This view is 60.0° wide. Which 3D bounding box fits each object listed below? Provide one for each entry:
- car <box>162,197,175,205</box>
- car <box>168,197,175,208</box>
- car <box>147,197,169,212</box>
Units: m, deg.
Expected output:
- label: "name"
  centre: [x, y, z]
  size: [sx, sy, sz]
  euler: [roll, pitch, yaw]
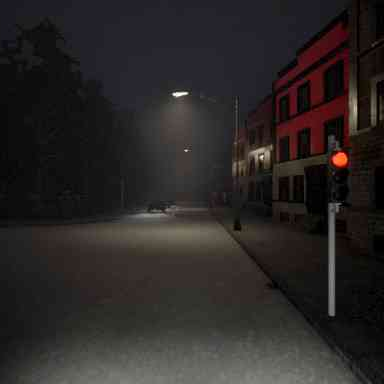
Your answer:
- label: "car"
  centre: [-3.996, 1.601, 58.083]
  size: [1.895, 1.301, 4.718]
  euler: [0, 0, 0]
- label: "car"
  centre: [-4.032, 1.491, 48.067]
  size: [2.128, 1.511, 4.902]
  euler: [0, 0, 0]
- label: "car"
  centre: [-4.049, 1.601, 38.689]
  size: [1.895, 1.301, 4.718]
  euler: [0, 0, 0]
